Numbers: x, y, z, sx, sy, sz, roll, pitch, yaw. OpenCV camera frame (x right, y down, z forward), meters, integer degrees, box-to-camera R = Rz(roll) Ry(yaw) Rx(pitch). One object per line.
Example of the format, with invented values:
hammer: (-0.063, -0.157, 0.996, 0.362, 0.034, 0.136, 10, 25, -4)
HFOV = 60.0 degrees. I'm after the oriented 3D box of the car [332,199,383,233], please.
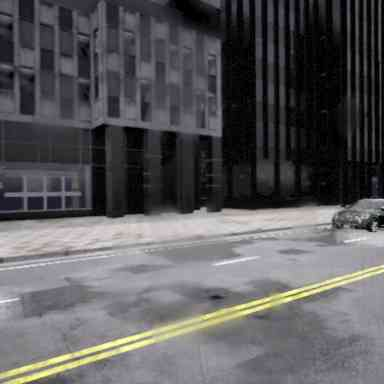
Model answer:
car: (9.869, 1.190, 18.624, 4.553, 1.767, 2.097, -1, 0, -35)
